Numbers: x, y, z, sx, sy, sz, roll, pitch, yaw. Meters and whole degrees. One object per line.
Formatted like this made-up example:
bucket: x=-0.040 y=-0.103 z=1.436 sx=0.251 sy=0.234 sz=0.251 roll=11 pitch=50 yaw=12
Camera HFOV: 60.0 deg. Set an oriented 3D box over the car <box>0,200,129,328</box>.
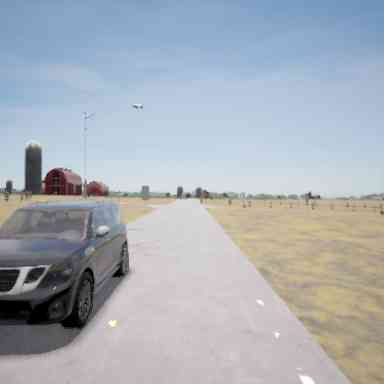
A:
car: x=-2.849 y=1.235 z=7.347 sx=2.150 sy=2.045 sz=5.566 roll=0 pitch=0 yaw=0
